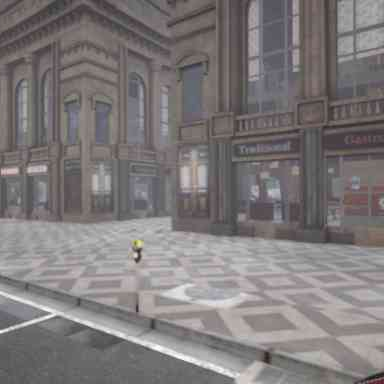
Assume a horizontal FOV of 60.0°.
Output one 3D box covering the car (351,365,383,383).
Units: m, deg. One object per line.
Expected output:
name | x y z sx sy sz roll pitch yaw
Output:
car | 2.534 1.428 1.149 4.097 1.590 1.967 -1 0 36
